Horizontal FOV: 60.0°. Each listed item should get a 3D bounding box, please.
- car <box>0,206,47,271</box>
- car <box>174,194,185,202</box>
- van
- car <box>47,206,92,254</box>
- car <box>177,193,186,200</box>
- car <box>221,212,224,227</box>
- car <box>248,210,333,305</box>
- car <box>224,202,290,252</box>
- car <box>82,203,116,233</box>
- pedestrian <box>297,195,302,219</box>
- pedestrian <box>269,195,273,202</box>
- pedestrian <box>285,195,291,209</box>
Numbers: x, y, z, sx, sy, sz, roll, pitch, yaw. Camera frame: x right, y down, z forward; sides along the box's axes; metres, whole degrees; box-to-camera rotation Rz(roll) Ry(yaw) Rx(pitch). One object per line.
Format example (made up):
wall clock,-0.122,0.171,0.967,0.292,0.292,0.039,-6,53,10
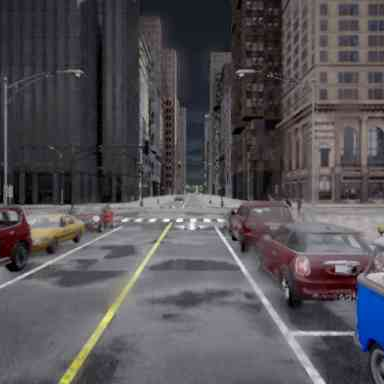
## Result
car,-5.765,1.305,8.048,2.192,1.841,5.009,0,0,0
car,-2.832,1.463,71.985,2.033,1.411,5.357,0,0,0
van,2.759,1.338,2.446,1.690,1.788,3.998,0,0,0
car,-5.764,1.509,13.480,1.752,1.417,4.829,0,0,0
car,-2.805,1.254,87.618,2.097,1.767,4.553,0,0,0
car,2.762,1.527,19.252,2.008,1.369,4.403,0,0,0
car,2.760,1.430,8.047,1.967,1.590,4.097,0,0,0
car,2.761,1.298,13.650,2.192,1.841,5.009,0,0,0
car,-5.763,1.417,19.252,1.967,1.590,4.097,0,0,0
pedestrian,8.139,1.122,25.329,0.375,1.860,0.375,0,0,0
pedestrian,6.139,1.114,25.929,0.375,1.860,0.375,0,0,0
pedestrian,7.139,1.116,24.728,0.375,1.860,0.375,0,0,0
